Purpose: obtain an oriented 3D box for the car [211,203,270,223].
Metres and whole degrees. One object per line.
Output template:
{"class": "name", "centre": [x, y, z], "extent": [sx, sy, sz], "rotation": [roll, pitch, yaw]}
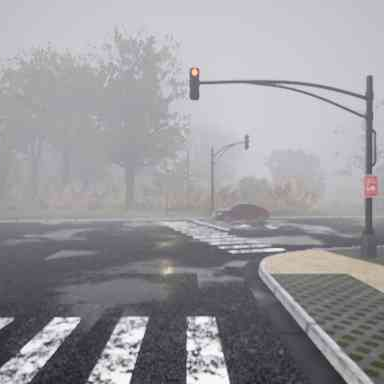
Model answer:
{"class": "car", "centre": [3.763, 1.574, 25.573], "extent": [4.674, 1.442, 1.812], "rotation": [1, 0, -19]}
